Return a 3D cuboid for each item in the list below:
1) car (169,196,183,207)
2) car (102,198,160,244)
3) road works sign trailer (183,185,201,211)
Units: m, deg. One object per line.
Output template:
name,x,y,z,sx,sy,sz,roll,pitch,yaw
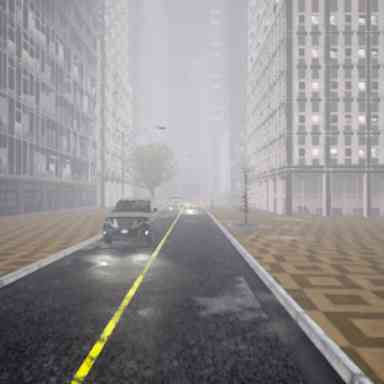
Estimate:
car,-2.807,1.647,58.602,2.150,2.045,5.566,0,0,1
car,-2.855,1.326,16.877,2.150,2.045,5.566,0,0,0
road works sign trailer,-0.015,0.787,45.772,2.380,3.560,2.880,0,0,0
